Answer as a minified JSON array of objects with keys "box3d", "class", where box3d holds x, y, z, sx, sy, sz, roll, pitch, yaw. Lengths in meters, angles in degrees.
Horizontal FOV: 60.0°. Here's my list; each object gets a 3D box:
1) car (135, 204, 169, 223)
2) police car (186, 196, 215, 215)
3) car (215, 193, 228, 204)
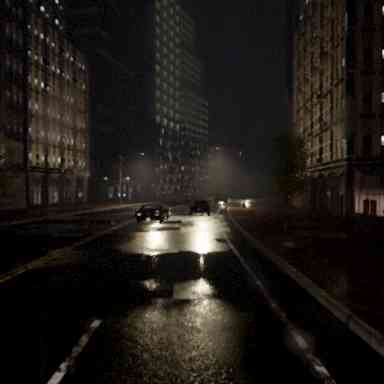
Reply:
[{"box3d":[-2.820,1.542,24.644,1.895,1.301,4.718,0,0,3],"class":"car"},{"box3d":[0.933,1.371,33.018,1.930,1.638,5.238,0,0,6],"class":"police car"},{"box3d":[5.497,1.178,62.799,2.150,2.045,5.566,0,-1,12],"class":"car"}]
